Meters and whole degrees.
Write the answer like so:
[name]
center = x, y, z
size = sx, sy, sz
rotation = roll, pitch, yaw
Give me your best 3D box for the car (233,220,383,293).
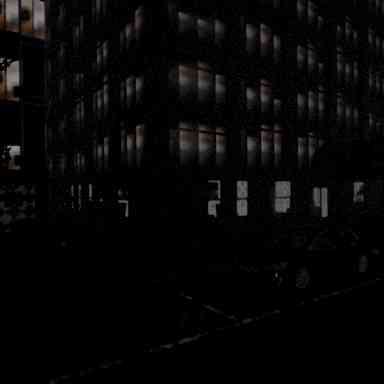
[car]
center = 3.023, 1.544, 8.719
size = 4.403, 1.369, 2.008
rotation = 0, 0, -35
